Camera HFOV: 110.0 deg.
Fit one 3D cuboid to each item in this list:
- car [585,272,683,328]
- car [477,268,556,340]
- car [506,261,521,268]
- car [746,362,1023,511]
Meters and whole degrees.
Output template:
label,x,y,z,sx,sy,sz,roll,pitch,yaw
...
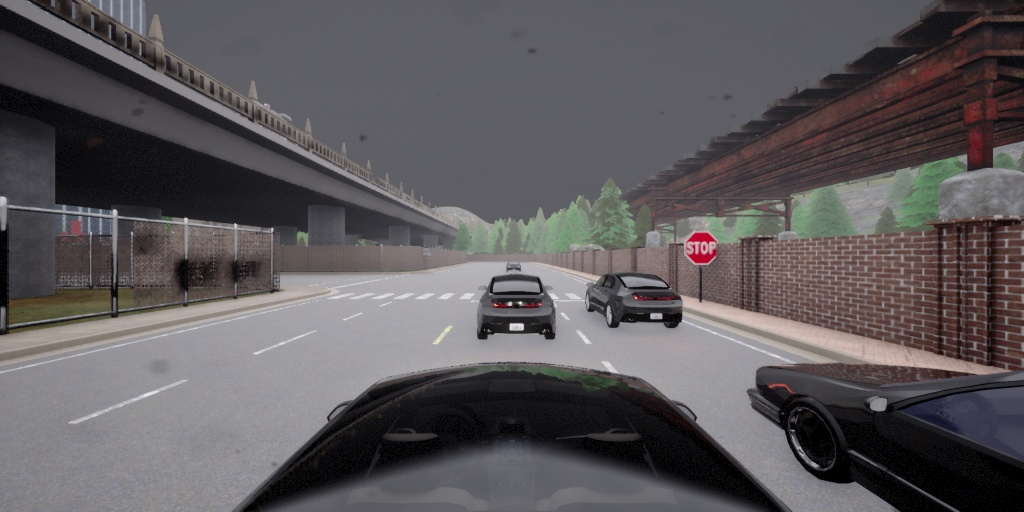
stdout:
label,x,y,z,sx,sy,sz,roll,pitch,yaw
car,3.606,1.255,11.355,1.837,1.490,4.892,0,0,0
car,0.103,1.255,9.998,1.837,1.490,4.892,0,0,0
car,0.209,1.351,46.282,1.895,1.301,4.718,0,0,-1
car,3.600,1.297,1.609,2.033,1.411,5.357,0,0,0
